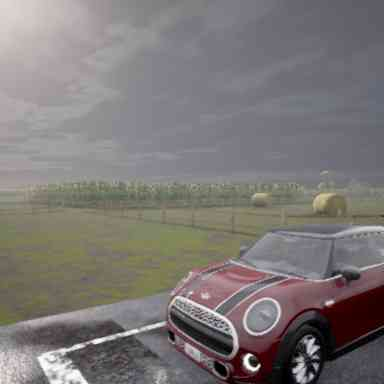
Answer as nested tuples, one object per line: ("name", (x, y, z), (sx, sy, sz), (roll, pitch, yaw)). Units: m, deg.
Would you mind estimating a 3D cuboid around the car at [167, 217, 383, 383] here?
("car", (1.847, 1.353, 5.346), (4.553, 1.767, 2.097), (0, 0, -35))
